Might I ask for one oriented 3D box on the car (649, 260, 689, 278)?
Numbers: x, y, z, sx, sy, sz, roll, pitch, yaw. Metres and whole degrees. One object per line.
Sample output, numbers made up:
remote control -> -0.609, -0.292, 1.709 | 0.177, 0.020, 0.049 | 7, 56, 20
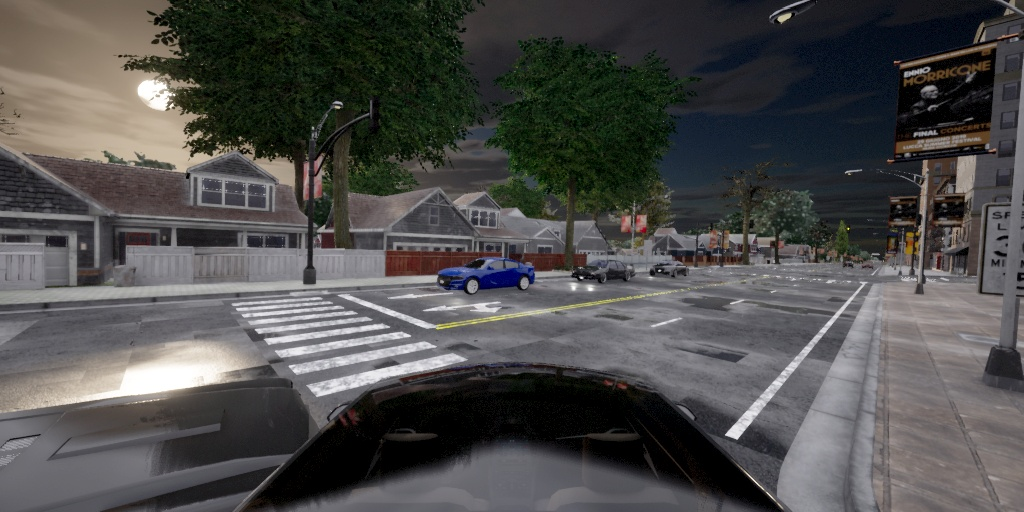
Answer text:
car -> 13.332, 1.019, 30.300 | 4.181, 1.385, 1.994 | 1, 2, -44

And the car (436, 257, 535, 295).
car -> -1.073, 0.804, 16.501 | 5.008, 1.535, 1.882 | 0, 2, -44

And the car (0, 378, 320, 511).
car -> -3.314, 1.285, 1.322 | 4.718, 1.301, 1.895 | 1, 2, -34

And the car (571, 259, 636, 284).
car -> 6.114, 0.937, 23.400 | 5.357, 1.411, 2.033 | 0, 2, -44
